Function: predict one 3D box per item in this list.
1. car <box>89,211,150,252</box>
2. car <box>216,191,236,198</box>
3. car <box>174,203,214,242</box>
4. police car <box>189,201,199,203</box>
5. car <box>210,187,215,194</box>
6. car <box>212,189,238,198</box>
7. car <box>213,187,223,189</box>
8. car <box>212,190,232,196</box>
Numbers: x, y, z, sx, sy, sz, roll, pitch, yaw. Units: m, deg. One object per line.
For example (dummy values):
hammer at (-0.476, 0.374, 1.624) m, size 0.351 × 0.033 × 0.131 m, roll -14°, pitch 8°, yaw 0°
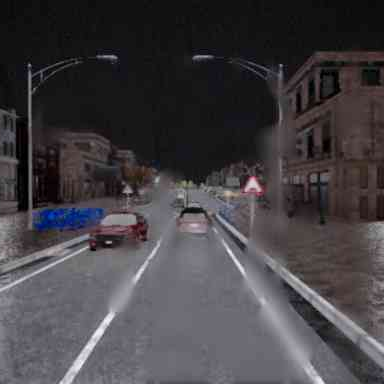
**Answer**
car at (-3.073, 1.623, 14.863) m, size 1.882 × 1.535 × 5.008 m, roll 0°, pitch -1°, yaw 0°
car at (8.183, 0.620, 81.115) m, size 4.674 × 1.452 × 2.002 m, roll 0°, pitch 2°, yaw -1°
car at (0.100, 1.602, 17.488) m, size 2.033 × 1.649 × 4.856 m, roll 0°, pitch 0°, yaw 0°
police car at (0.229, 1.720, 32.690) m, size 2.038 × 1.542 × 4.974 m, roll 0°, pitch 0°, yaw 2°
car at (8.145, 0.132, 86.612) m, size 5.566 × 2.045 × 2.435 m, roll 0°, pitch 2°, yaw -1°
car at (8.025, 0.680, 78.355) m, size 5.366 × 1.575 × 1.946 m, roll 0°, pitch 2°, yaw -1°
car at (8.116, 0.354, 83.862) m, size 4.553 × 1.767 × 2.185 m, roll 0°, pitch 2°, yaw -1°
car at (8.089, 0.291, 89.374) m, size 5.008 × 1.535 × 2.097 m, roll 0°, pitch 2°, yaw -1°
